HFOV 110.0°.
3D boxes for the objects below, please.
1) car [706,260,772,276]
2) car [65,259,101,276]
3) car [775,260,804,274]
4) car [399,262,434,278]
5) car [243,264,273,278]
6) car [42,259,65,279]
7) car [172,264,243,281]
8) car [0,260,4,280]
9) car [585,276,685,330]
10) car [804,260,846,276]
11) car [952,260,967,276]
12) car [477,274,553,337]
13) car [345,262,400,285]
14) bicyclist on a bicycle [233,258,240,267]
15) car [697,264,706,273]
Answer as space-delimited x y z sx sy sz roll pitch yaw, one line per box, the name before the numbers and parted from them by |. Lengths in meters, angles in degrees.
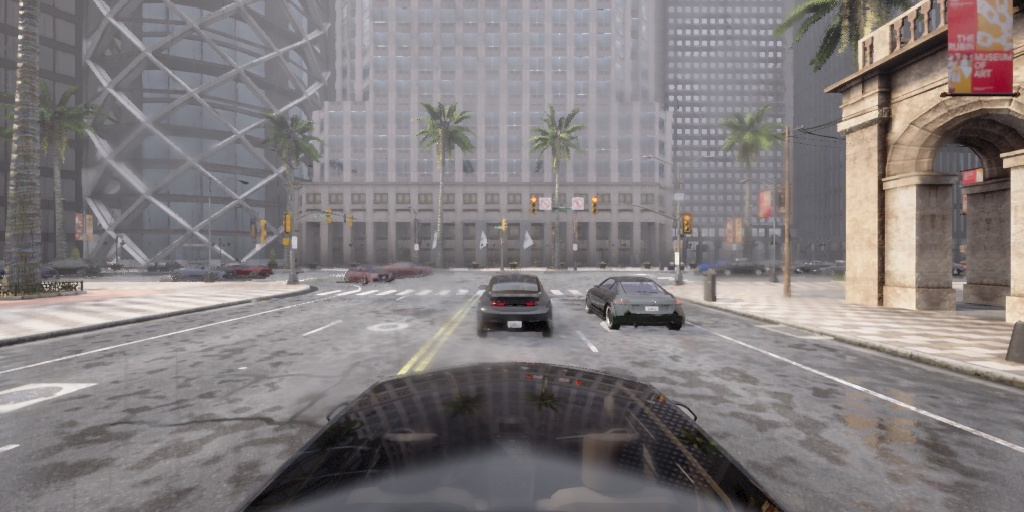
car | 23.195 1.228 36.765 5.008 1.535 1.882 0 0 0
car | -44.190 1.102 35.400 4.553 1.767 2.097 0 0 -26
car | 33.030 1.242 40.231 4.902 1.511 2.128 0 0 0
car | -9.590 1.276 33.156 4.674 1.442 1.812 0 0 0
car | -24.767 1.351 32.961 4.718 1.301 1.895 0 0 -3
car | -40.593 1.101 29.177 4.553 1.767 2.097 0 0 -30
car | -25.132 1.314 29.419 4.181 1.385 1.994 0 0 -3
car | -40.344 1.228 25.413 5.008 1.535 1.882 0 0 -33
car | 3.584 1.314 11.158 1.994 1.385 4.181 0 0 0
car | 33.063 1.314 36.733 4.181 1.385 1.994 0 0 0
car | 43.029 1.242 36.683 4.902 1.511 2.128 0 0 0
car | 0.080 1.255 10.293 1.837 1.490 4.892 0 0 0
car | -10.396 1.314 26.145 4.181 1.385 1.994 0 0 40
bicyclist on a bicycle | -35.735 1.051 46.614 0.582 1.620 1.656 0 0 -12
car | 23.457 1.228 40.264 5.008 1.535 1.882 0 0 0
